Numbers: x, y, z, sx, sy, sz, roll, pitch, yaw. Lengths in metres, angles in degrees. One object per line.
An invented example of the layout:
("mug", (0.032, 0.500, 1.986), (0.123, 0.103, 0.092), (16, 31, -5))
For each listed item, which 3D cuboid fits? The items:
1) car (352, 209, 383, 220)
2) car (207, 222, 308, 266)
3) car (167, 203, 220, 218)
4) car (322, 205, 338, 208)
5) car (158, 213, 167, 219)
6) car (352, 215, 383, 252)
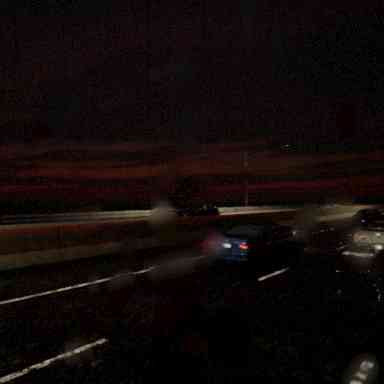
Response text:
("car", (14.938, 2.142, 27.890), (1.882, 1.535, 5.008), (-2, -2, 39))
("car", (2.785, 1.896, 13.134), (2.033, 1.411, 5.357), (-2, -2, 39))
("car", (0.527, 2.123, 32.731), (2.150, 2.045, 5.566), (-2, -2, 39))
("car", (22.239, 2.798, 53.371), (2.128, 1.511, 4.902), (-2, -2, 39))
("car", (-1.323, 2.552, 35.978), (2.033, 1.411, 5.357), (-2, -2, 39))
("car", (8.926, 1.959, 15.082), (1.895, 1.301, 4.718), (-2, -2, 39))
